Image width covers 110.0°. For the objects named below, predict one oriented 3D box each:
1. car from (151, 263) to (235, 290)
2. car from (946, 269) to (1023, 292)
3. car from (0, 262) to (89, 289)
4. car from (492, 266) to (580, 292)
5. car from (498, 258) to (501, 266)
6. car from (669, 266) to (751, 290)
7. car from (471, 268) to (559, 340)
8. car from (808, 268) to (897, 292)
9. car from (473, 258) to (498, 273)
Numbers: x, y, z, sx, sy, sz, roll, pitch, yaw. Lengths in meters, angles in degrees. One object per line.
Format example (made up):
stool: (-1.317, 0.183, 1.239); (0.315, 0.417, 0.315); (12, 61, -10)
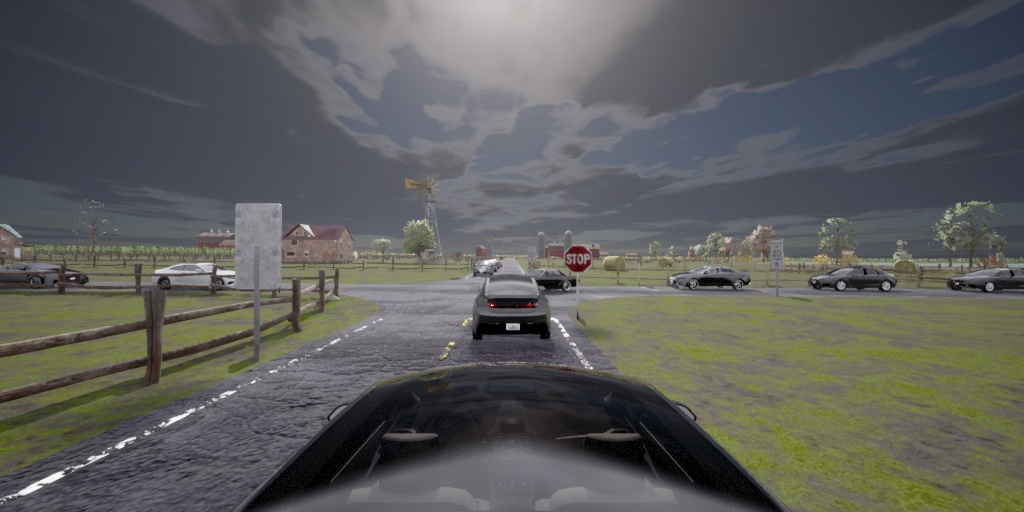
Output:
car: (-17.249, 1.104, 19.982); (4.674, 1.442, 1.812); (1, -1, -1)
car: (31.696, 1.587, 23.606); (4.892, 1.490, 1.837); (1, -1, -1)
car: (-26.369, 1.048, 19.858); (4.181, 1.385, 1.994); (1, -1, -1)
car: (1.494, 1.369, 20.077); (4.718, 1.301, 1.895); (1, 0, -35)
car: (-2.865, 1.241, 46.162); (2.128, 1.511, 4.902); (0, 0, 0)
car: (12.792, 1.396, 23.309); (4.902, 1.511, 2.128); (1, -1, -2)
car: (-0.076, 1.256, 10.031); (1.837, 1.490, 4.892); (0, 0, -2)
car: (22.194, 1.499, 23.483); (4.892, 1.490, 1.837); (1, -1, -1)
car: (-2.870, 1.243, 36.717); (2.128, 1.511, 4.902); (0, 0, 0)
